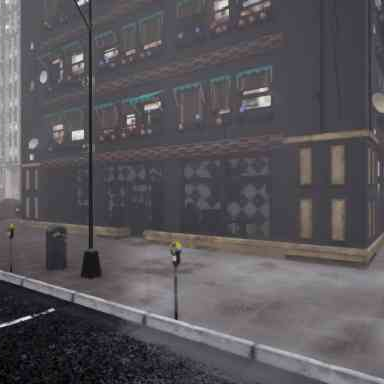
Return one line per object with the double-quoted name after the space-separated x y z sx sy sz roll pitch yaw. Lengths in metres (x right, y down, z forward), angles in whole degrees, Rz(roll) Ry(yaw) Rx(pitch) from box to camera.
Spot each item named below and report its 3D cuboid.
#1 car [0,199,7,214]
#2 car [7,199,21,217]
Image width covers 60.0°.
-16.195 1.308 29.054 1.994 1.385 4.181 0 1 35 "car"
-11.432 1.282 25.742 1.947 1.339 4.313 1 1 35 "car"
